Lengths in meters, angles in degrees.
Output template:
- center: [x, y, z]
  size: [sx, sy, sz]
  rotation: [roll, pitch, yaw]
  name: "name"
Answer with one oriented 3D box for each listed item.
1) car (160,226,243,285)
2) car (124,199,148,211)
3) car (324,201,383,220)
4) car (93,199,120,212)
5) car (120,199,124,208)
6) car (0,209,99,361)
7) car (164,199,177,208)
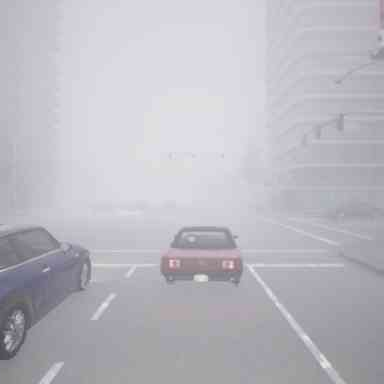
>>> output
- center: [0.391, 1.634, 9.613]
  size: [1.895, 1.301, 4.718]
  rotation: [0, 0, 5]
  name: "car"
- center: [-7.036, 1.642, 43.979]
  size: [2.128, 1.511, 4.902]
  rotation: [0, 0, 0]
  name: "car"
- center: [13.995, 1.603, 28.828]
  size: [4.892, 1.490, 1.837]
  rotation: [0, 0, 0]
  name: "car"
- center: [-10.557, 1.643, 40.359]
  size: [1.837, 1.490, 4.892]
  rotation: [0, 0, 0]
  name: "car"
- center: [-10.536, 1.770, 49.615]
  size: [1.895, 1.301, 4.718]
  rotation: [0, 0, 0]
  name: "car"
- center: [-3.444, 1.373, 6.108]
  size: [2.097, 1.767, 4.553]
  rotation: [0, 0, 0]
  name: "car"
- center: [-3.381, 1.743, 52.482]
  size: [1.994, 1.385, 4.181]
  rotation: [0, 0, 0]
  name: "car"
